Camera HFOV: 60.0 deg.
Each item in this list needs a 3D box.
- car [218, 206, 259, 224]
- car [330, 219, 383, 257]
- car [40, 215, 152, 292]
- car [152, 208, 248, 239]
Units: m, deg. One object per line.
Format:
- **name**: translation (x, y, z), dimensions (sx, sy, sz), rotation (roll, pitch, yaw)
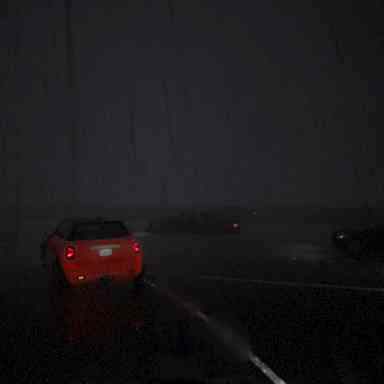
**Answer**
- **car**: translation (2.535, 1.789, 25.140), dimensions (4.902, 1.511, 2.128), rotation (0, -1, 17)
- **car**: translation (7.720, 1.648, 12.499), dimensions (4.674, 1.442, 1.812), rotation (0, -1, 18)
- **car**: translation (-3.099, 1.485, 9.757), dimensions (2.097, 1.767, 4.553), rotation (0, -1, -29)
- **car**: translation (0.125, 1.775, 18.559), dimensions (5.357, 1.411, 2.033), rotation (0, -1, 17)
